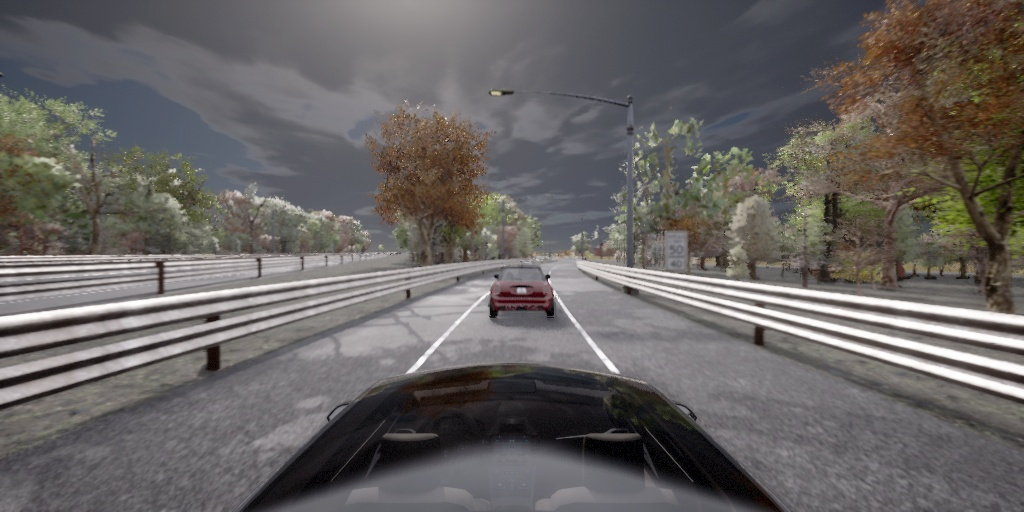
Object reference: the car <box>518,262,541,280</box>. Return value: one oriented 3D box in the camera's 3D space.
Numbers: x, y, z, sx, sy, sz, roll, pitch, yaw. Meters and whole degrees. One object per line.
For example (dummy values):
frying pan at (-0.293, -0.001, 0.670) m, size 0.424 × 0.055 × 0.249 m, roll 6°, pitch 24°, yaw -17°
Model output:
car at (1.625, 1.278, 31.751) m, size 1.895 × 1.301 × 4.718 m, roll 0°, pitch 0°, yaw 6°

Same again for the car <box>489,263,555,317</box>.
car at (0.371, 1.079, 13.196) m, size 2.097 × 1.767 × 4.553 m, roll 0°, pitch 0°, yaw 2°
